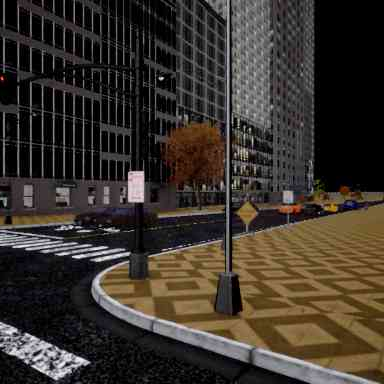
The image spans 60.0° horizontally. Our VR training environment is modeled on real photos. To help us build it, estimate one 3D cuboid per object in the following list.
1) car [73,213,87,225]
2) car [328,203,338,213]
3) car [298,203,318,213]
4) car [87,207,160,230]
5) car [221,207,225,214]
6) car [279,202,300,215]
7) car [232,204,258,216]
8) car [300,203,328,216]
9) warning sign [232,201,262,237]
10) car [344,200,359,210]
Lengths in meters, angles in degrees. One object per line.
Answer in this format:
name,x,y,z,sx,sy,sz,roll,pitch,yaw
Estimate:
car,-6.797,1.898,26.703,2.033,1.411,5.357,0,-1,33
car,21.875,2.510,52.986,1.882,1.535,5.008,0,-1,33
car,19.143,2.576,54.746,2.033,1.411,5.357,0,-1,33
car,-4.589,1.884,24.130,2.033,1.411,5.357,0,-1,33
car,5.935,2.371,46.400,1.895,1.301,4.718,0,-1,33
car,13.738,2.203,46.277,2.097,1.767,4.553,0,-1,33
car,6.767,2.217,41.713,1.837,1.490,4.892,0,-1,33
car,16.275,2.353,44.221,1.837,1.490,4.892,0,-1,33
warning sign,3.095,1.454,18.576,1.300,1.860,1.060,1,1,33
car,31.476,2.536,65.773,2.150,2.045,5.566,0,-1,33
